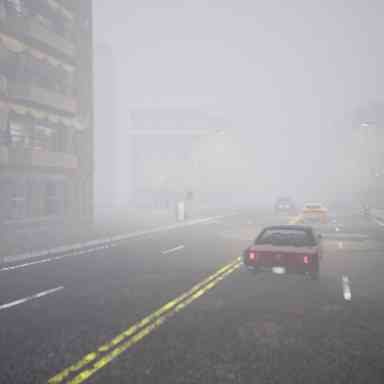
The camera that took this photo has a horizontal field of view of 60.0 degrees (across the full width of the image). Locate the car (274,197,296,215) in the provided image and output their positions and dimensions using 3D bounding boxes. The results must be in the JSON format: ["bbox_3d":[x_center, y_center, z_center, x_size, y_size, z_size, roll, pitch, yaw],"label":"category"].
[{"bbox_3d":[10.917,1.567,38.866,2.150,2.045,5.566,-1,-1,21],"label":"car"}]

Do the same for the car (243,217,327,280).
[{"bbox_3d":[3.061,1.694,10.423,1.895,1.301,4.718,-1,-1,23],"label":"car"}]

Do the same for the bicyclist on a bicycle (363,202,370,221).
[{"bbox_3d":[14.373,1.629,27.318,0.582,1.620,1.656,-1,-1,22],"label":"bicyclist on a bicycle"}]

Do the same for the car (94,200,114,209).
[{"bbox_3d":[-13.174,1.788,46.927,4.206,1.307,1.802,0,-2,-9],"label":"car"}]

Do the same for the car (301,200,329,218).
[{"bbox_3d":[10.044,1.698,27.377,1.882,1.535,5.008,-1,-1,22],"label":"car"}]

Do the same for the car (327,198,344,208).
[{"bbox_3d":[23.568,1.952,54.426,1.994,1.385,4.181,-1,-1,19],"label":"car"}]

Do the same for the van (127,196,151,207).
[{"bbox_3d":[-8.754,1.631,56.076,3.998,1.788,1.690,0,-1,-9],"label":"van"}]
